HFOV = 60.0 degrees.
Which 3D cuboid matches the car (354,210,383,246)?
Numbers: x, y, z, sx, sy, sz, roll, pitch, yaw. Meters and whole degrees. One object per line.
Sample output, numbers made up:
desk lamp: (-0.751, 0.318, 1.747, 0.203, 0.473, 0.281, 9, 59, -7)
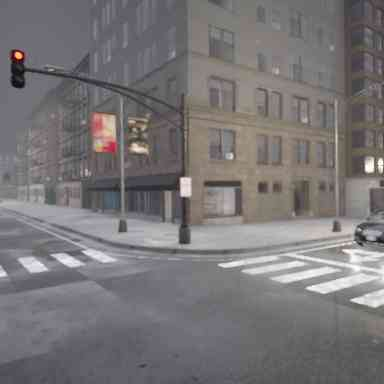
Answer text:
car: (8.713, 1.464, 13.893, 4.902, 1.511, 2.128, 0, 0, -35)
